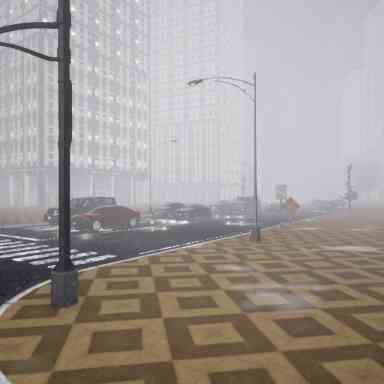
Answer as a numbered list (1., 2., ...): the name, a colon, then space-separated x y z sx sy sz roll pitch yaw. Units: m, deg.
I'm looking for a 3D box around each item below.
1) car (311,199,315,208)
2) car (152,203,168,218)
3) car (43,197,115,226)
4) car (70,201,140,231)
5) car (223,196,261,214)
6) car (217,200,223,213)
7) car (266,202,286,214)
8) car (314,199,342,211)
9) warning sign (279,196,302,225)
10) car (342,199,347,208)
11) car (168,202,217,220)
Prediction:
1. car: 21.309 1.901 56.229 1.812 1.442 4.674 0 -1 31
2. car: -1.965 1.737 32.649 1.812 1.442 4.674 0 -1 34
3. car: -7.805 1.366 24.120 2.150 2.045 5.566 0 -1 34
4. car: -5.532 1.603 21.685 1.882 1.535 5.008 0 -1 34
5. car: 6.158 1.479 38.796 2.150 2.045 5.566 0 -1 34
6. car: 3.856 1.768 41.193 2.128 1.511 4.902 0 -1 34
7. car: 10.338 1.857 38.819 1.895 1.301 4.718 0 -1 34
8. car: 18.802 1.852 45.893 2.033 1.411 5.357 0 0 31
9. warning sign: 6.811 1.251 22.975 1.300 1.860 1.060 0 0 34
10. car: 24.205 1.839 54.742 1.882 1.535 5.008 0 0 31
11. car: 0.124 1.754 29.954 1.994 1.385 4.181 0 -1 34
